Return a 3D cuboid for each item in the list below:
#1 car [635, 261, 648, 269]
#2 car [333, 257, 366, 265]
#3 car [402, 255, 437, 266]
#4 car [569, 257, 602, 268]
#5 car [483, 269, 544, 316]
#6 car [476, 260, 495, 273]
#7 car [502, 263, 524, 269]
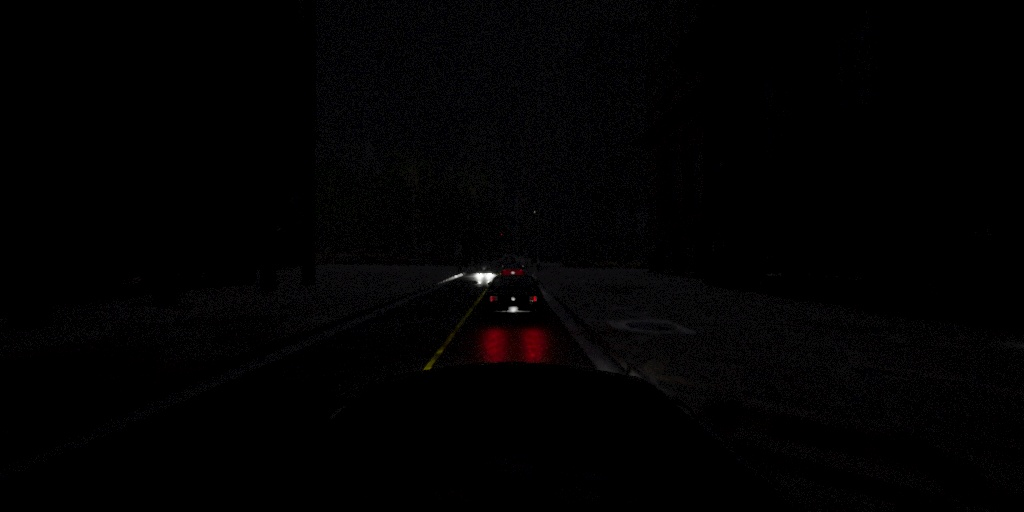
[{"bbox_3d":[22.944,1.543,58.200,4.313,1.339,1.948,0,0,0],"label":"car"},{"bbox_3d":[-26.021,0.845,58.356,4.313,1.339,1.948,0,0,0],"label":"car"},{"bbox_3d":[-14.973,0.994,58.321,4.403,1.370,2.007,0,0,0],"label":"car"},{"bbox_3d":[11.864,1.268,58.235,4.097,1.591,1.967,0,0,0],"label":"car"},{"bbox_3d":[0.065,1.327,13.122,1.895,1.301,4.718,0,0,0],"label":"car"},{"bbox_3d":[-3.064,1.165,41.868,2.128,1.511,4.902,0,0,0],"label":"car"},{"bbox_3d":[0.077,1.256,29.892,1.994,1.385,4.181,0,0,0],"label":"car"}]
